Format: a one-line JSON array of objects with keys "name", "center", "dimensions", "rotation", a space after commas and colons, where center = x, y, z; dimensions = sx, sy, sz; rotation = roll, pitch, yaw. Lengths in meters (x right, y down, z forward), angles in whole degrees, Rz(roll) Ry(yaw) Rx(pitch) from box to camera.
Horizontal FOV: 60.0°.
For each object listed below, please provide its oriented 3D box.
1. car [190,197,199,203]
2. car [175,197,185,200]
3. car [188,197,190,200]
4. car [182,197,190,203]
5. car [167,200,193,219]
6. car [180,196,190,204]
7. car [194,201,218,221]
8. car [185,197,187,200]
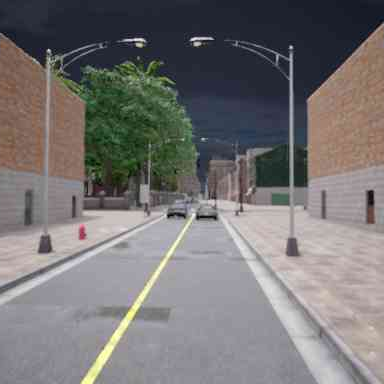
[{"name": "car", "center": [0.675, 2.137, 84.286], "dimensions": [2.097, 1.767, 4.553], "rotation": [0, -1, 2]}, {"name": "car", "center": [-2.915, 2.056, 58.877], "dimensions": [2.008, 1.369, 4.403], "rotation": [2, -1, 2]}, {"name": "car", "center": [-2.022, 2.333, 82.345], "dimensions": [1.802, 1.307, 4.206], "rotation": [1, -1, 2]}, {"name": "car", "center": [-1.617, 2.321, 93.239], "dimensions": [1.967, 1.590, 4.097], "rotation": [1, -1, 2]}, {"name": "car", "center": [-1.330, 1.819, 32.624], "dimensions": [2.033, 1.411, 5.357], "rotation": [0, 0, 3]}, {"name": "car", "center": [-1.815, 2.130, 87.794], "dimensions": [2.192, 1.841, 5.009], "rotation": [1, -1, 2]}, {"name": "car", "center": [1.358, 1.827, 30.483], "dimensions": [1.994, 1.385, 4.181], "rotation": [0, 0, 3]}, {"name": "car", "center": [-2.624, 2.127, 66.007], "dimensions": [2.008, 1.369, 4.403], "rotation": [2, -1, 2]}]
